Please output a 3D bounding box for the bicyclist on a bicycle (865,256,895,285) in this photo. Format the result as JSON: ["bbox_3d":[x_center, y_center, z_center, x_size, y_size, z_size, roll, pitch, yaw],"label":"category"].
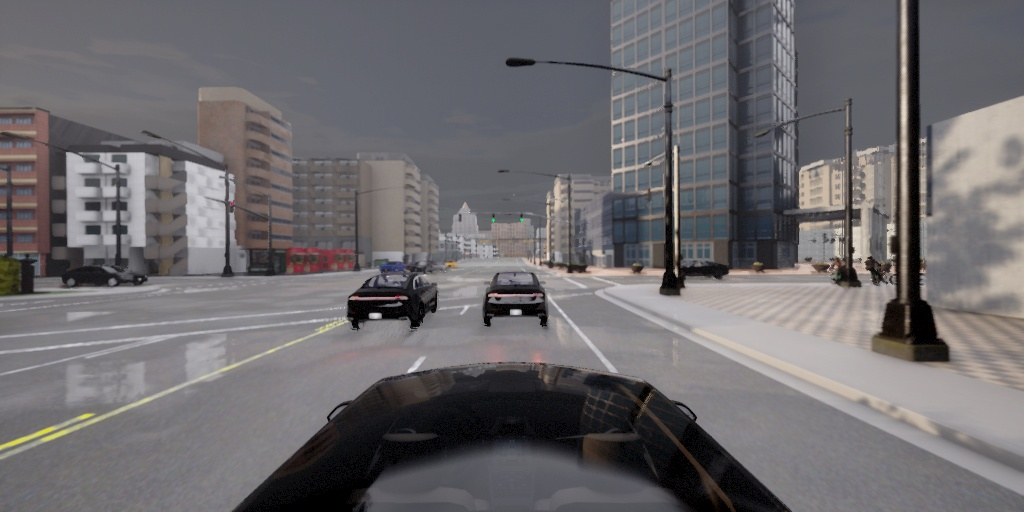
[{"bbox_3d":[21.092,0.817,20.839,1.656,1.620,0.582,-19,-7,-26],"label":"bicyclist on a bicycle"}]

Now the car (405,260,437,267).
[{"bbox_3d":[-10.576,1.295,42.013,1.882,1.535,5.008,0,0,0],"label":"car"}]

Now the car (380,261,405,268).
[{"bbox_3d":[-14.071,1.320,42.563,1.882,1.535,5.008,0,0,0],"label":"car"}]

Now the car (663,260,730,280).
[{"bbox_3d":[14.697,1.081,28.734,4.902,1.511,2.128,0,0,1],"label":"car"}]

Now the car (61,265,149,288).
[{"bbox_3d":[-28.755,1.411,25.404,4.892,1.490,1.837,0,0,1],"label":"car"}]

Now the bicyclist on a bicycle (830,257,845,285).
[{"bbox_3d":[19.153,0.896,21.036,1.656,1.620,0.582,-1,1,-23],"label":"bicyclist on a bicycle"}]

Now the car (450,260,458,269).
[{"bbox_3d":[-10.525,1.467,61.498,1.882,1.535,5.008,0,-1,0],"label":"car"}]

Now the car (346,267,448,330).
[{"bbox_3d":[-3.530,1.273,11.366,2.128,1.511,4.902,0,0,-3],"label":"car"}]

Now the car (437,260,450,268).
[{"bbox_3d":[-10.572,1.487,51.354,1.895,1.301,4.718,0,-1,0],"label":"car"}]

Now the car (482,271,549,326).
[{"bbox_3d":[0.098,1.244,11.688,2.128,1.511,4.902,0,0,0],"label":"car"}]

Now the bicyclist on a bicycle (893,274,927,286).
[{"bbox_3d":[22.525,0.880,20.359,1.656,1.620,0.582,-1,0,18],"label":"bicyclist on a bicycle"}]
